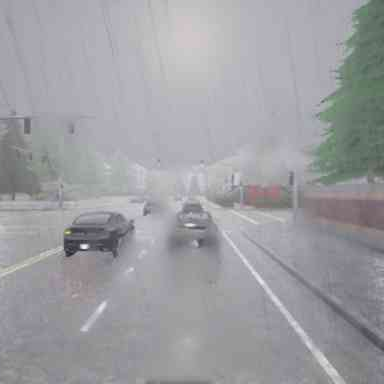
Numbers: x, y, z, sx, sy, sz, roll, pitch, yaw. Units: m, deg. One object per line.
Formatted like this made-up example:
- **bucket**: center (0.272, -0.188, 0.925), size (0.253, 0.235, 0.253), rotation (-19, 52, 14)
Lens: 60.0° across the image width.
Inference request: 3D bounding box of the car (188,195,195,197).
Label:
- **car**: center (-0.106, 1.569, 82.233), size (1.994, 1.385, 4.181), rotation (0, 0, 0)

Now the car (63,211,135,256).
- **car**: center (-3.444, 1.507, 13.029), size (1.837, 1.490, 4.892), rotation (0, 0, 0)

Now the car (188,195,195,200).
- **car**: center (-0.117, 1.443, 91.142), size (2.033, 1.411, 5.357), rotation (0, 0, 0)

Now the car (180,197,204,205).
- **car**: center (0.054, 1.501, 31.765), size (1.837, 1.490, 4.892), rotation (0, 0, 0)

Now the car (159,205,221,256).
- **car**: center (0.069, 1.494, 13.188), size (2.128, 1.511, 4.902), rotation (0, 0, 0)

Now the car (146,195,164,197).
- **car**: center (-7.102, 1.615, 63.519), size (1.895, 1.301, 4.718), rotation (0, 0, 0)

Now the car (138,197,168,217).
- **car**: center (-3.445, 1.490, 31.598), size (2.128, 1.511, 4.902), rotation (0, 0, 0)

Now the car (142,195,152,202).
- **car**: center (-10.602, 1.542, 79.177), size (1.812, 1.442, 4.674), rotation (0, 0, 0)

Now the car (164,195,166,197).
- **car**: center (-7.102, 1.495, 79.179), size (1.882, 1.535, 5.008), rotation (0, 0, 0)

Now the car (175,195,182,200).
- **car**: center (-3.617, 1.428, 91.138), size (1.812, 1.442, 4.674), rotation (0, 0, 0)

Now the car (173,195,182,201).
- **car**: center (-3.605, 1.557, 81.630), size (2.033, 1.411, 5.357), rotation (0, 0, 0)

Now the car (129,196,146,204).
- **car**: center (-10.606, 1.540, 63.548), size (1.812, 1.442, 4.674), rotation (0, 0, 0)
